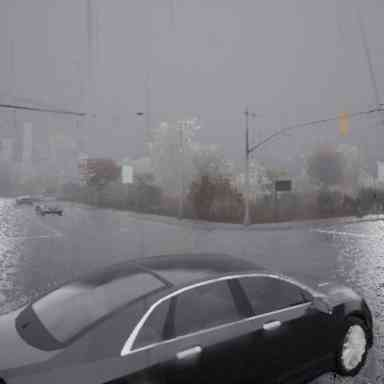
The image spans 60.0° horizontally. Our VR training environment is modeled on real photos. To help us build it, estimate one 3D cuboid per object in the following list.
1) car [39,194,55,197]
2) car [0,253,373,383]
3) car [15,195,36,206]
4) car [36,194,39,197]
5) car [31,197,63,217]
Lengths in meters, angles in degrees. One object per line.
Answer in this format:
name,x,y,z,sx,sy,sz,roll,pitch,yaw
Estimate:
car,-21.641,1.349,50.911,1.994,1.385,4.181,0,1,-33
car,0.243,1.507,3.920,4.892,1.490,1.837,-1,0,-36
car,-25.117,1.275,49.808,1.837,1.490,4.892,0,2,-34
car,-27.315,1.142,59.074,2.033,1.411,5.357,0,1,-37
car,-13.744,1.536,31.888,2.033,1.411,5.357,0,0,-32
